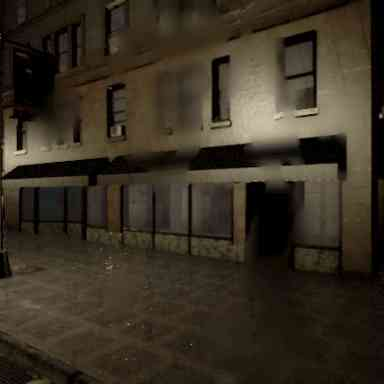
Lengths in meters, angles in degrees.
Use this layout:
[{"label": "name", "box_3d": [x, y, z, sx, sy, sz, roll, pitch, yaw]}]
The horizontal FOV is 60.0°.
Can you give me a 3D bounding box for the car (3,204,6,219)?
[{"label": "car", "box_3d": [-15.971, 1.581, 26.650, 1.994, 1.385, 4.181, 0, 0, 36]}]
